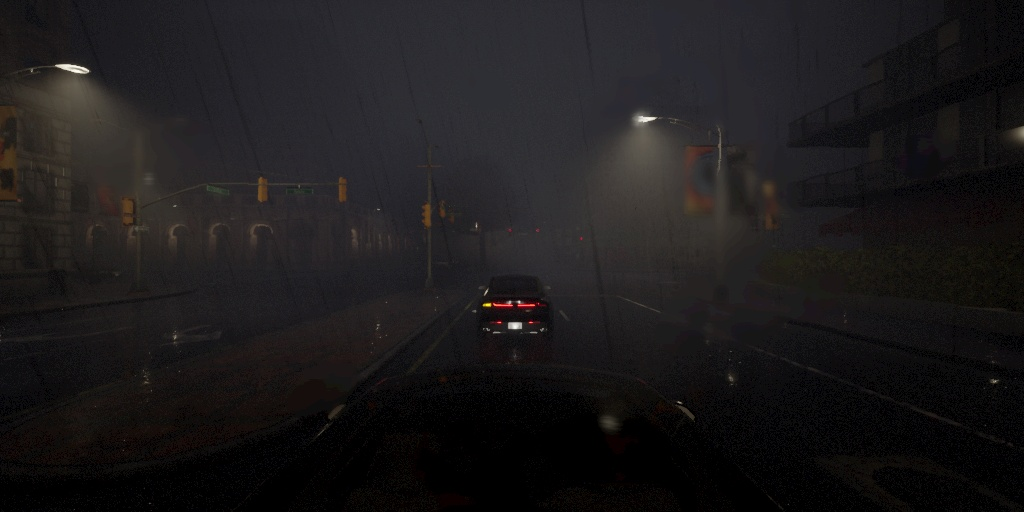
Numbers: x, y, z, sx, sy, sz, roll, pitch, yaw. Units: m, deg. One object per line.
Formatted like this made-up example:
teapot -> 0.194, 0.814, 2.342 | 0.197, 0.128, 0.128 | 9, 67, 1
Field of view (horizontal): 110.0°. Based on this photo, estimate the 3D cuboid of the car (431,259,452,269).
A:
car -> -11.545, 1.276, 58.574 | 1.812, 1.442, 4.674 | 0, 0, 0

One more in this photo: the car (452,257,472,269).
car -> -8.054, 1.276, 58.349 | 1.812, 1.442, 4.674 | 0, 0, 0

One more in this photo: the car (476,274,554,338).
car -> 0.077, 1.255, 10.153 | 1.837, 1.490, 4.892 | 0, 0, 0

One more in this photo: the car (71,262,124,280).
car -> -33.901, 1.241, 28.551 | 4.902, 1.511, 2.128 | 0, 0, 0
